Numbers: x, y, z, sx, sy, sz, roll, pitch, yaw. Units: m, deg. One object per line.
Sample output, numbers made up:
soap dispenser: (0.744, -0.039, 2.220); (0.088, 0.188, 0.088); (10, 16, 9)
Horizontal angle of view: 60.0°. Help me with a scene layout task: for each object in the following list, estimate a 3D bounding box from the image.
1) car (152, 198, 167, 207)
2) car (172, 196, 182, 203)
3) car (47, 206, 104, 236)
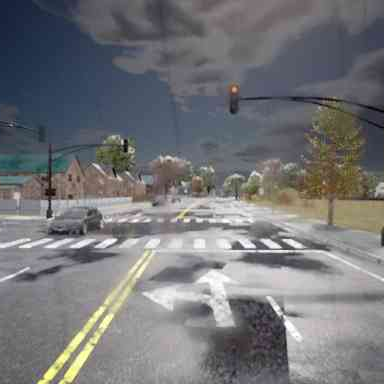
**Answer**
car: (-5.043, 1.634, 52.261); (2.033, 1.411, 5.357); (0, 0, 3)
car: (-3.452, 1.631, 75.401); (2.033, 1.411, 5.357); (0, 0, 5)
car: (-6.316, 1.598, 18.513); (1.837, 1.490, 4.892); (0, 0, 1)
